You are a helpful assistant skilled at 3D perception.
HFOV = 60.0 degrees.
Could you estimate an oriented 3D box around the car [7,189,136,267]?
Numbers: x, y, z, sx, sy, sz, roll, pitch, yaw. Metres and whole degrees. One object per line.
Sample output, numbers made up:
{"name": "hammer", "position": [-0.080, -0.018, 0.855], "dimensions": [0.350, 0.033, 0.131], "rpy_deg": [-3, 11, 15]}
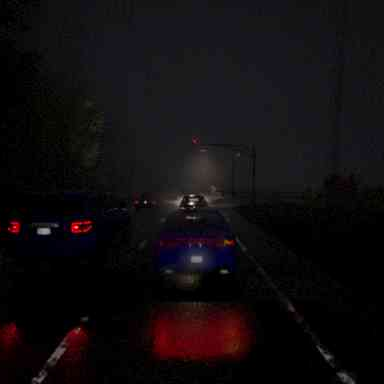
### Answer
{"name": "car", "position": [-3.397, 0.899, 10.317], "dimensions": [2.150, 2.045, 5.566], "rpy_deg": [0, 2, 0]}

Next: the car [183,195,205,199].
{"name": "car", "position": [0.109, 0.903, 20.669], "dimensions": [2.033, 1.411, 5.357], "rpy_deg": [0, 2, 0]}

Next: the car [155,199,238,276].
{"name": "car", "position": [0.103, 1.183, 9.365], "dimensions": [1.882, 1.535, 5.008], "rpy_deg": [0, 1, 0]}

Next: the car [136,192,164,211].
{"name": "car", "position": [-3.392, 0.714, 26.748], "dimensions": [2.033, 1.411, 5.357], "rpy_deg": [0, 2, 0]}
